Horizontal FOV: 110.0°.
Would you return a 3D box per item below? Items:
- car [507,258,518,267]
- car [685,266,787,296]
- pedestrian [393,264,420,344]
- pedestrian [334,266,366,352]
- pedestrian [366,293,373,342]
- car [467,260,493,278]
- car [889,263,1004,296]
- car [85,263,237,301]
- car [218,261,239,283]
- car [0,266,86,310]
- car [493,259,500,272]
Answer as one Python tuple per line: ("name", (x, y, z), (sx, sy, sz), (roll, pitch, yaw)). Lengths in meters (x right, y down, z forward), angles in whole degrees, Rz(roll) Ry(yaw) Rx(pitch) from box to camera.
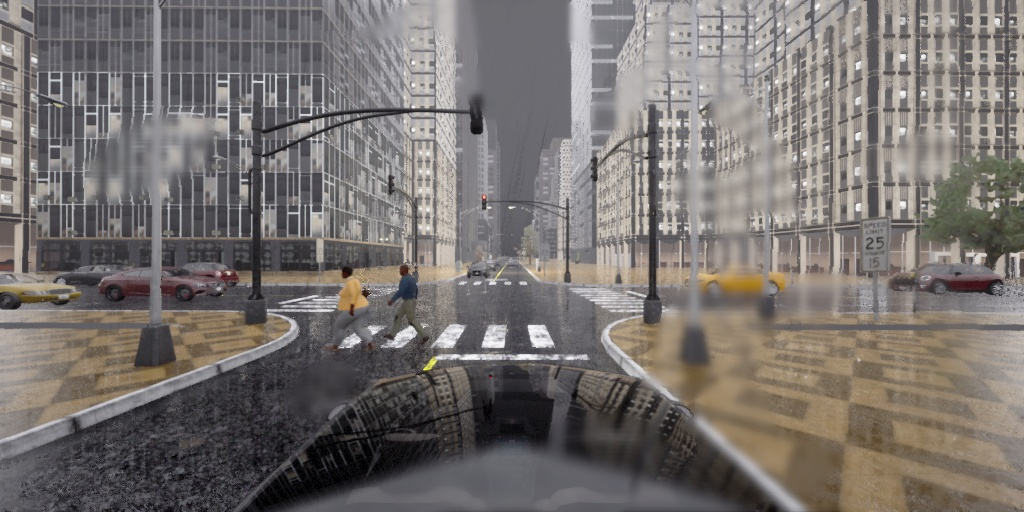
("car", (0.102, 1.289, 63.554), (2.033, 1.411, 5.357), (0, 0, 0))
("car", (12.083, 1.297, 19.523), (5.008, 1.535, 1.882), (0, 0, -2))
("pedestrian", (-2.368, 1.041, 8.095), (0.375, 1.860, 0.375), (0, 0, 0))
("pedestrian", (-3.327, 1.044, 7.378), (0.375, 1.860, 0.375), (0, 0, 0))
("pedestrian", (-3.523, 1.041, 8.697), (0.375, 1.860, 0.375), (0, 0, 0))
("car", (-3.043, 1.252, 33.505), (1.837, 1.490, 4.892), (0, 0, 0))
("car", (23.701, 1.223, 19.699), (4.553, 1.767, 2.097), (0, 0, -1))
("car", (-15.383, 1.196, 15.930), (4.674, 1.442, 1.812), (0, 0, -2))
("car", (-19.177, 1.111, 21.789), (4.097, 1.591, 1.967), (0, 0, -1))
("car", (-18.880, 1.165, 13.153), (4.829, 1.417, 1.751), (0, 0, -1))
("car", (-3.017, 1.237, 46.443), (2.128, 1.511, 4.902), (0, 0, 0))
